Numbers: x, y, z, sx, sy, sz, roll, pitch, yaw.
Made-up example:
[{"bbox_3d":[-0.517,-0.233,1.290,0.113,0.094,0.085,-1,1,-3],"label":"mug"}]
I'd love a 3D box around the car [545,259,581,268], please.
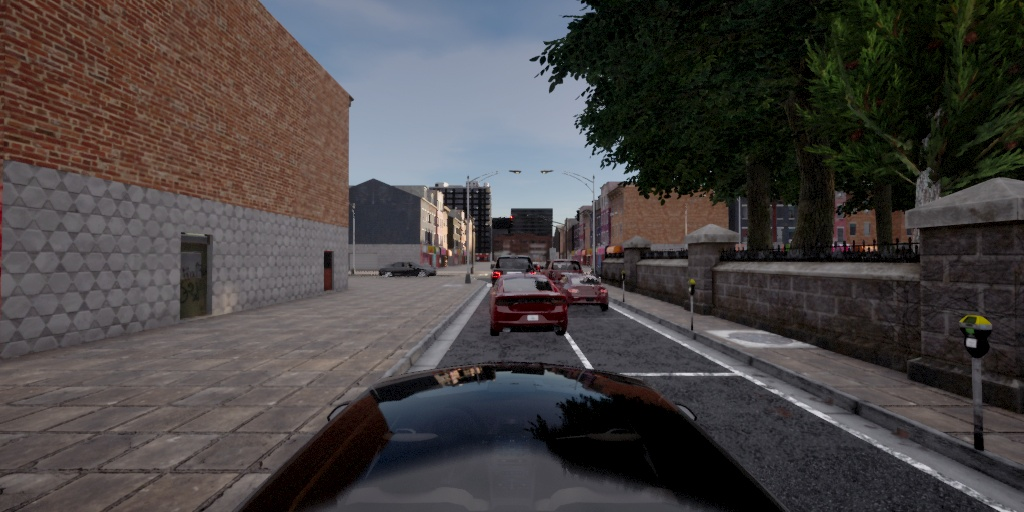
[{"bbox_3d":[2.666,1.074,19.758,2.192,1.841,5.009,0,0,0],"label":"car"}]

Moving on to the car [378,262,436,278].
[{"bbox_3d":[-9.096,1.248,31.356,4.892,1.490,1.837,0,-1,0],"label":"car"}]

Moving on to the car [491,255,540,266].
[{"bbox_3d":[0.109,0.979,18.067,2.150,2.045,5.566,0,0,0],"label":"car"}]

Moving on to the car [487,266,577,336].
[{"bbox_3d":[0.290,1.230,10.486,1.882,1.535,5.008,0,0,-4],"label":"car"}]

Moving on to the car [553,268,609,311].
[{"bbox_3d":[2.658,1.336,14.309,1.802,1.307,4.207,0,0,0],"label":"car"}]

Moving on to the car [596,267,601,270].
[{"bbox_3d":[9.710,1.324,31.389,5.357,1.411,2.033,0,-1,0],"label":"car"}]
